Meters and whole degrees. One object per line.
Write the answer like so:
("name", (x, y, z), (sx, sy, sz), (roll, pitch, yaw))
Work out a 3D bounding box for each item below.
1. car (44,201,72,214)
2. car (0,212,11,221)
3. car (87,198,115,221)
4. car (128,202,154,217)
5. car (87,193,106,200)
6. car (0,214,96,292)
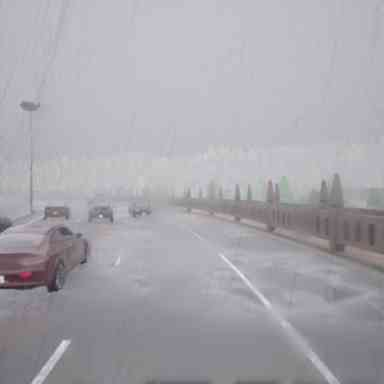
("car", (-11.518, 1.520, 28.692), (1.882, 1.535, 5.008), (0, 0, -17))
("car", (-7.660, 1.252, 10.523), (2.150, 2.045, 5.566), (0, 0, -6))
("car", (-7.322, 1.530, 26.826), (1.837, 1.490, 4.892), (0, 0, -15))
("car", (-4.862, 1.615, 31.079), (1.895, 1.301, 4.718), (0, 0, -18))
("car", (-15.891, 1.267, 55.443), (2.150, 2.045, 5.566), (0, 0, -31))
("car", (-4.005, 1.541, 8.756), (1.812, 1.442, 4.674), (0, 0, -5))
